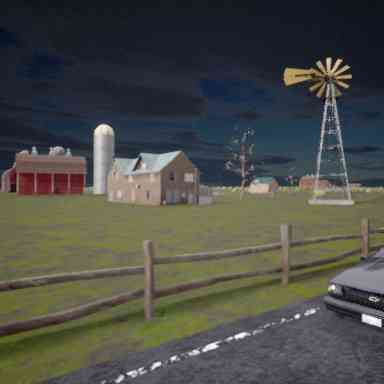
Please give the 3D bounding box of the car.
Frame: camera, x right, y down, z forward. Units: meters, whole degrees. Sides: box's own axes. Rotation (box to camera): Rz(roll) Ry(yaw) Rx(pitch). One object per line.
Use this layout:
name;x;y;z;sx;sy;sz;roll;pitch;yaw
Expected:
car;4.867;1.543;6.581;5.357;1.411;2.033;0;0;-36
